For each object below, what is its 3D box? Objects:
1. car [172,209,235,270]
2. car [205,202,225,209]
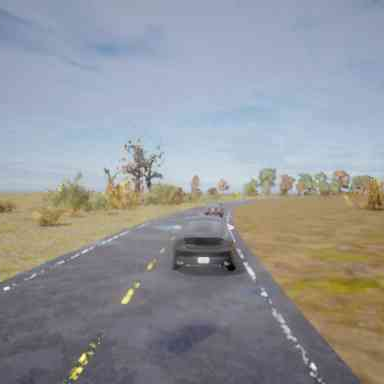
[{"bbox_3d":[0.406,1.566,11.316,1.837,1.490,4.892,0,0,2],"label":"car"},{"bbox_3d":[2.270,1.722,33.966,2.033,1.411,5.357,0,0,7],"label":"car"}]
